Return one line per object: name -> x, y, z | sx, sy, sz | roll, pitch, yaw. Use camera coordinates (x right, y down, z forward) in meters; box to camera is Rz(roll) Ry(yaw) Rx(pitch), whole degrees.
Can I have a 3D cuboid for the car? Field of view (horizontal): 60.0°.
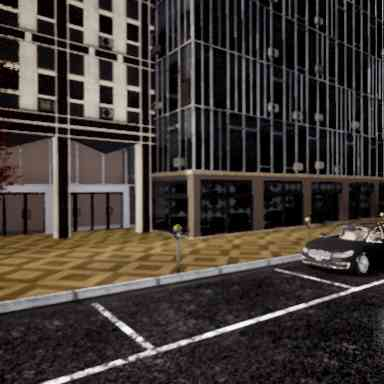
car -> 5.282, 1.633, 10.483 | 4.403, 1.369, 2.008 | 1, -1, -36
